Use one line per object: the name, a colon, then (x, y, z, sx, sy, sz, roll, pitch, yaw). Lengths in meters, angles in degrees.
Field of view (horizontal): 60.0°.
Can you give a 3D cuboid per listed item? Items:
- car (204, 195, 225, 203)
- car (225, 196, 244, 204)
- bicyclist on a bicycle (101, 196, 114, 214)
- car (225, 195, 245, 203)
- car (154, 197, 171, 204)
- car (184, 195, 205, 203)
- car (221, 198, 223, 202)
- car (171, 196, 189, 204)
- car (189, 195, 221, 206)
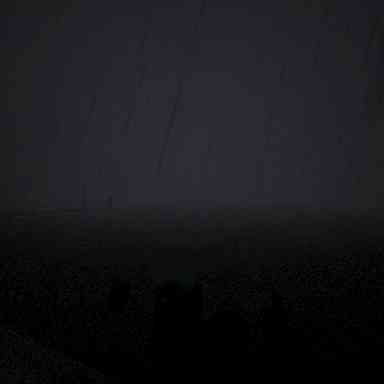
car: (4.739, 1.477, 69.501, 1.882, 1.535, 5.008, 0, 0, 35)
car: (8.057, 1.601, 62.204, 1.895, 1.301, 4.718, 0, 0, 35)
bicyclist on a bicycle: (-7.978, 1.156, 31.704, 1.656, 1.620, 0.582, 33, 17, 27)
car: (8.939, 1.490, 69.399, 2.128, 1.511, 4.902, 0, 0, 35)
car: (-5.036, 1.564, 61.624, 1.994, 1.385, 4.181, 0, 0, 35)
car: (0.646, 1.477, 69.755, 1.882, 1.535, 5.008, 0, 0, 35)
car: (3.156, 1.478, 61.124, 1.882, 1.535, 5.008, 0, 0, 35)
car: (-1.189, 1.478, 61.020, 1.882, 1.535, 5.008, 0, 0, 35)
car: (2.089, 1.478, 53.589, 1.882, 1.535, 5.008, 0, 0, 35)
